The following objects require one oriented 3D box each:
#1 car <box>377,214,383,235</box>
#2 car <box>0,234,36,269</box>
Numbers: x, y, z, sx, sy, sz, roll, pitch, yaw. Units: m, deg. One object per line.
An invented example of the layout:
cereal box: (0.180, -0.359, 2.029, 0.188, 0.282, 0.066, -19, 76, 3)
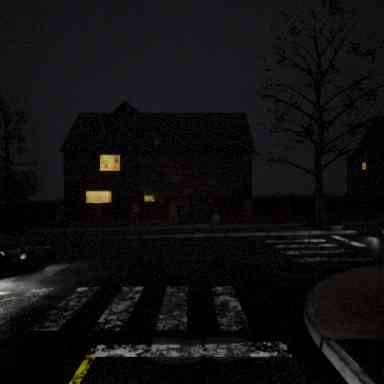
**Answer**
car: (10.321, 1.035, 13.947, 4.553, 1.767, 2.097, -1, 1, 0)
car: (-7.188, 1.671, 10.228, 4.674, 1.442, 1.812, -2, 0, 13)
